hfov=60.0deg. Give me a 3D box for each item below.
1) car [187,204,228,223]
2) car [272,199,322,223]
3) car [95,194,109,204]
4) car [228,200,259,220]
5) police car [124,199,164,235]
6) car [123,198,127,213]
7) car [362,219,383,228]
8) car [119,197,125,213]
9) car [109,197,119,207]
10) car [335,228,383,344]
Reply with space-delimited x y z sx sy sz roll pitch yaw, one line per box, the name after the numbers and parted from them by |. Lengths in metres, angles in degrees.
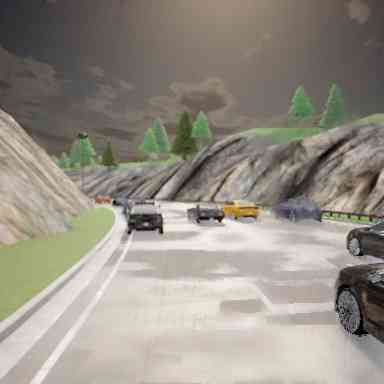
0.889 1.538 24.704 1.895 1.301 4.718 0 0 -11 | car
7.856 1.283 25.294 2.097 1.767 4.553 0 0 -11 | car
-16.315 1.211 60.893 2.097 1.767 4.553 0 0 -28 | car
3.853 1.406 27.436 1.882 1.535 5.008 0 0 -12 | car
-2.677 1.380 18.900 1.930 1.638 5.238 0 0 -9 | police car
-4.496 1.439 27.875 1.837 1.490 4.892 0 0 -14 | car
6.531 1.475 9.883 1.837 1.490 4.892 0 0 -5 | car
-5.921 1.399 33.251 1.882 1.535 5.008 0 0 -16 | car
-10.495 1.448 49.181 1.994 1.385 4.181 0 0 -25 | car
3.413 1.479 3.782 2.128 1.511 4.902 0 0 -2 | car
